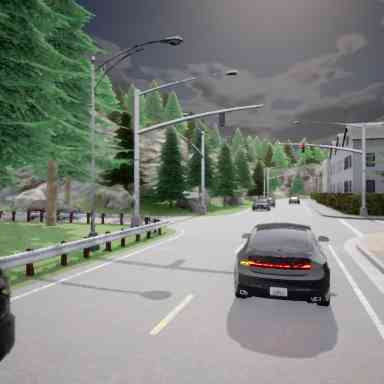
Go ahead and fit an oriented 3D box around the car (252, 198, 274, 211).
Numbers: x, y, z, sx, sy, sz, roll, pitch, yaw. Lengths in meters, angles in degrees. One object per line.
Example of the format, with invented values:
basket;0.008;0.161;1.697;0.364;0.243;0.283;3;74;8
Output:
car;8.644;1.564;41.073;1.994;1.385;4.181;0;0;17

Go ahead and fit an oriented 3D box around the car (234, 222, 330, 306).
car;2.237;1.505;8.165;1.837;1.490;4.892;0;0;17

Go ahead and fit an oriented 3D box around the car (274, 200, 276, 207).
car;11.641;1.564;50.614;1.994;1.385;4.181;0;0;17

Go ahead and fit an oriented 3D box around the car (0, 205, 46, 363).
car;-3.467;1.221;1.502;2.150;2.045;5.566;0;0;13

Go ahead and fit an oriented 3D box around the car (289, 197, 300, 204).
car;19.234;1.564;62.531;1.994;1.385;4.181;0;0;17

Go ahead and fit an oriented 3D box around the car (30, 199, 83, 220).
car;-11.426;1.367;27.725;4.553;1.767;2.097;0;0;17
